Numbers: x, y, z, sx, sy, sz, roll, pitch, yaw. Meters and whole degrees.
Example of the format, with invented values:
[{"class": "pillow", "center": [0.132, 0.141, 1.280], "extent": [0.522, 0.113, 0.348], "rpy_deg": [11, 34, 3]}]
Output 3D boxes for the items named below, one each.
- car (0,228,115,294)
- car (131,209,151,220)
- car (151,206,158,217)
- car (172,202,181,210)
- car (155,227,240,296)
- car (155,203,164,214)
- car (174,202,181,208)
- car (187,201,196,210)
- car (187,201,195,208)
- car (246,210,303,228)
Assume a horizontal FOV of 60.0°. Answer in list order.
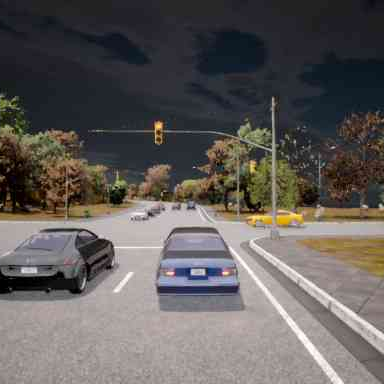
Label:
[{"class": "car", "center": [-3.445, 1.665, 9.054], "extent": [1.994, 1.385, 4.181], "rpy_deg": [0, -1, 0]}, {"class": "car", "center": [-7.227, 3.145, 46.251], "extent": [1.812, 1.442, 4.674], "rpy_deg": [0, -2, 0]}, {"class": "car", "center": [-7.234, 3.470, 55.271], "extent": [1.895, 1.301, 4.718], "rpy_deg": [0, -1, 0]}, {"class": "car", "center": [-3.706, 3.485, 78.287], "extent": [1.812, 1.442, 4.674], "rpy_deg": [0, 0, 0]}, {"class": "car", "center": [0.069, 1.647, 8.945], "extent": [2.033, 1.411, 5.357], "rpy_deg": [0, -1, -1]}, {"class": "car", "center": [-7.208, 3.535, 65.018], "extent": [2.033, 1.411, 5.357], "rpy_deg": [0, 0, 0]}, {"class": "car", "center": [-3.849, 3.428, 88.263], "extent": [1.837, 1.490, 4.892], "rpy_deg": [0, 0, -4]}, {"class": "car", "center": [-0.204, 3.310, 77.827], "extent": [2.097, 1.767, 4.553], "rpy_deg": [0, 0, 0]}, {"class": "car", "center": [-0.326, 3.243, 88.005], "extent": [1.882, 1.535, 5.008], "rpy_deg": [0, 0, -4]}, {"class": "car", "center": [7.240, 2.355, 29.381], "extent": [5.008, 1.535, 1.882], "rpy_deg": [0, -3, -4]}]
